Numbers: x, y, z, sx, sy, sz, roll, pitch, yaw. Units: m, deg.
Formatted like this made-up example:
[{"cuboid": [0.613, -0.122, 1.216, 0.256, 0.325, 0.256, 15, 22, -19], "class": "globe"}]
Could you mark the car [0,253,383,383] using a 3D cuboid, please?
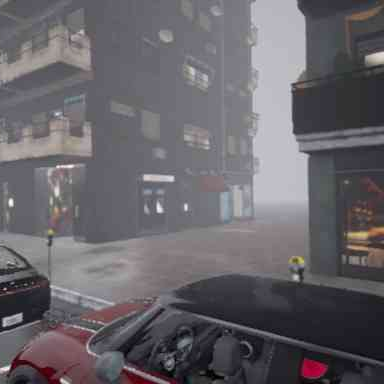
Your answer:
[{"cuboid": [0.253, 1.442, 2.709, 4.097, 1.590, 1.967, 0, -1, 35], "class": "car"}]

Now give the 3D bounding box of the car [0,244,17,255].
[{"cuboid": [-4.281, 1.565, 5.939, 4.403, 1.369, 2.008, 0, -1, 35], "class": "car"}]
